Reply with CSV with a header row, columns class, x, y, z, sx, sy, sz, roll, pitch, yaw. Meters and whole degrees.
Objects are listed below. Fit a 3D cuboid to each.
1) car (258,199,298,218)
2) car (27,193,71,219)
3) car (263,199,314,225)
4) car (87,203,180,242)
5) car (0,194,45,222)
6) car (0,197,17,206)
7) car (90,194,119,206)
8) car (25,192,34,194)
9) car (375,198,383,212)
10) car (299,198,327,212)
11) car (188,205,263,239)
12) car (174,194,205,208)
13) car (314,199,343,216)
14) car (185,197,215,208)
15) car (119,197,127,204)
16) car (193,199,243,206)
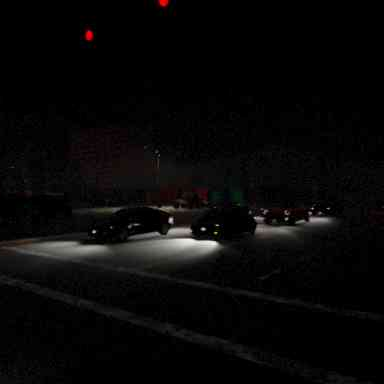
class,x,y,z,sx,sy,sz,roll,pitch,yaw
car,8.274,1.513,31.711,1.837,1.490,4.892,0,0,38
car,-12.160,1.269,28.467,3.866,1.878,1.905,0,0,36
car,6.895,1.355,24.200,2.097,1.767,4.553,0,0,38
car,-2.992,1.549,16.991,1.837,1.490,4.892,0,0,37
car,-13.913,1.272,26.164,4.605,1.855,1.932,0,0,36
car,-31.732,1.630,56.871,3.905,1.438,1.784,0,0,36
car,-14.757,1.324,54.655,4.605,1.855,1.932,0,0,36
car,-30.190,1.415,59.067,4.605,1.855,1.932,0,0,36
car,22.241,1.434,38.036,2.128,1.511,4.902,0,0,38
car,14.497,1.513,39.723,1.812,1.442,4.674,0,0,38
car,1.725,1.583,17.445,1.994,1.385,4.181,0,0,37
car,-0.604,1.233,44.328,3.866,1.878,1.905,0,0,36
car,13.075,1.583,32.194,1.895,1.301,4.718,0,0,38
car,1.115,1.467,46.658,3.806,1.475,1.970,0,0,36
car,-12.994,1.529,56.955,3.905,1.438,1.784,0,0,36
car,2.564,1.518,24.312,2.128,1.511,4.902,0,0,38
